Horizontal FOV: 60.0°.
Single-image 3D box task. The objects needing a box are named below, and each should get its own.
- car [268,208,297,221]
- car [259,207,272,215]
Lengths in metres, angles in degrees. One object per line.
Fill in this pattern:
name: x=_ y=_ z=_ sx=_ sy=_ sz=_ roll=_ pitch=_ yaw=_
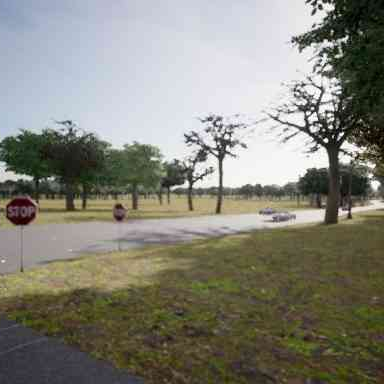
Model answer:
car: x=12.324 y=3.123 z=44.213 sx=1.895 sy=1.301 sz=4.718 roll=1 pitch=-1 yaw=36
car: x=13.116 y=3.296 z=57.286 sx=1.994 sy=1.385 sz=4.181 roll=1 pitch=-1 yaw=36
